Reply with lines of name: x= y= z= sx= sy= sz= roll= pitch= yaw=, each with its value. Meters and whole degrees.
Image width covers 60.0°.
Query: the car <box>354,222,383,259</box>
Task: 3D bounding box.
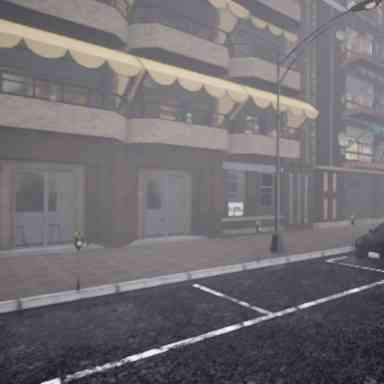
car: x=7.676 y=1.698 z=12.052 sx=4.313 sy=1.339 sz=1.947 roll=1 pitch=0 yaw=-36
